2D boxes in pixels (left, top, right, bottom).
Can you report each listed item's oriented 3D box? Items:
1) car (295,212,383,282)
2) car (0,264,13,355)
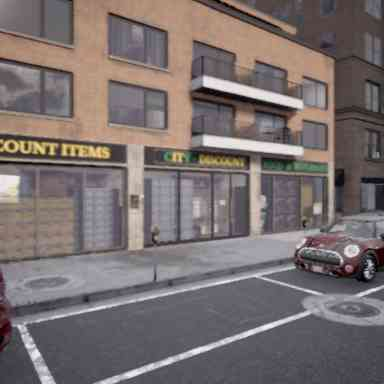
[{"bbox_3d":[4.817,1.432,9.621,4.097,1.590,1.967,0,0,-35],"label":"car"},{"bbox_3d":[-4.436,1.317,3.025,5.009,1.841,2.192,0,0,-35],"label":"car"}]
